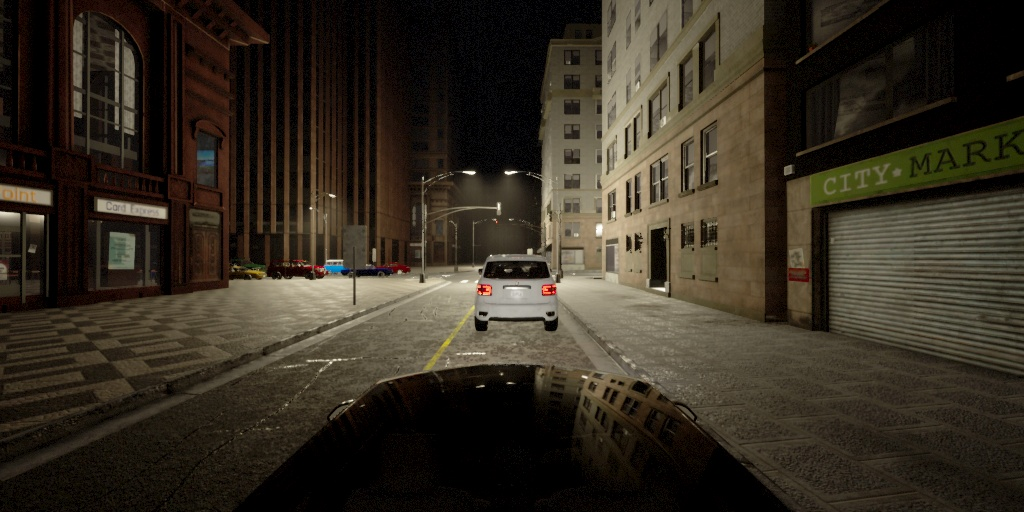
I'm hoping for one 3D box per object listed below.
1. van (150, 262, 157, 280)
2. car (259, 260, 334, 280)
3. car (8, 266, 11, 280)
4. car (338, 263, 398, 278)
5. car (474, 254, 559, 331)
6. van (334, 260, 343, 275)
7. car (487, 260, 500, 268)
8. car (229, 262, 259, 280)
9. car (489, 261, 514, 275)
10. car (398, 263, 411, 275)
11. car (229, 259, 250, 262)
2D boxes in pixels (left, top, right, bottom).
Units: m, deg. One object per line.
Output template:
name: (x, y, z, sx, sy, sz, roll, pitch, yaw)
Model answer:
van: (-30.857, 1.435, 32.831, 3.998, 1.789, 1.690, 0, 0, 0)
car: (-19.609, 1.273, 32.785, 5.009, 1.841, 2.192, 0, 0, 0)
car: (-47.730, 1.848, 32.898, 4.403, 1.370, 2.007, 0, 0, 0)
car: (-14.131, 1.506, 35.335, 4.718, 1.301, 1.895, -1, 0, 0)
car: (0.104, 0.974, 11.090, 2.150, 2.045, 5.566, 0, 0, 0)
van: (-19.584, 1.340, 41.311, 3.998, 1.789, 1.690, 0, 0, 0)
car: (-3.044, 1.333, 59.819, 1.895, 1.301, 4.718, 0, 0, 0)
car: (-25.063, 1.552, 32.807, 4.829, 1.417, 1.751, 0, 0, 0)
car: (-1.285, 1.303, 41.707, 1.812, 1.442, 4.674, -1, 0, -17)
car: (-13.960, 1.477, 41.288, 4.507, 1.381, 1.888, 0, 0, 0)
car: (-27.191, 1.286, 35.391, 5.566, 2.045, 2.150, -1, 0, 0)
